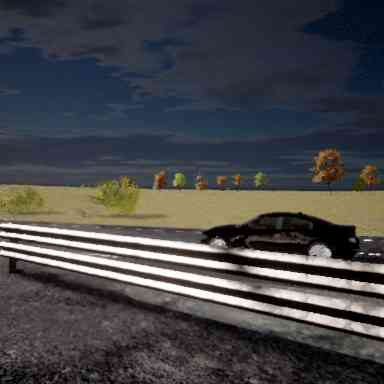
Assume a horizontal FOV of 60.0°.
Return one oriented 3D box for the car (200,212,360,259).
[{"bbox_3d":[2.703,1.393,10.938,5.008,1.535,1.882,0,0,22],"label":"car"}]
